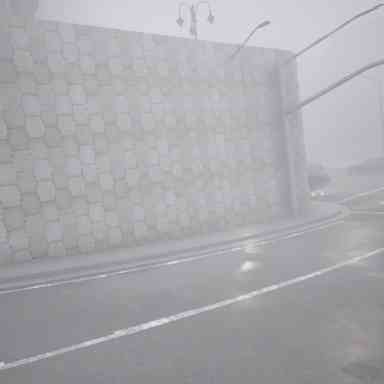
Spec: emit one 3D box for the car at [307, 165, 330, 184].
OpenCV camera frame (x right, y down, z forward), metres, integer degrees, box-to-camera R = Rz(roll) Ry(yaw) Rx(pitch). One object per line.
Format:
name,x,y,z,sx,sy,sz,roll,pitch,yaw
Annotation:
car,10.716,-1.340,31.785,1.837,1.490,4.892,-11,6,-34

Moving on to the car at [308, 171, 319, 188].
car,8.046,-0.735,29.579,2.033,1.411,5.357,-11,7,-35

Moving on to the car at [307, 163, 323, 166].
car,14.973,-3.075,44.055,2.128,1.511,4.902,-11,7,-35

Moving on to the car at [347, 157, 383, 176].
car,18.107,-2.645,33.594,2.097,1.767,4.553,-11,6,-35
